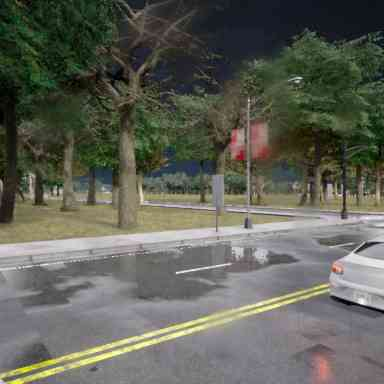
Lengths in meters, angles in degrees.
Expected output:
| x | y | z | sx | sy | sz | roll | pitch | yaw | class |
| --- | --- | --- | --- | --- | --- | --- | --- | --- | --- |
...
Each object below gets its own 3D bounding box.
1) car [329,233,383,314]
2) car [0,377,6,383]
| x | y | z | sx | sy | sz | roll | pitch | yaw | class |
| --- | --- | --- | --- | --- | --- | --- | --- | --- | --- |
| 4.650 | 1.526 | 6.739 | 4.674 | 1.442 | 1.812 | 0 | 0 | -35 | car |
| -3.238 | 1.526 | 1.140 | 4.674 | 1.442 | 1.812 | 0 | 0 | -35 | car |
